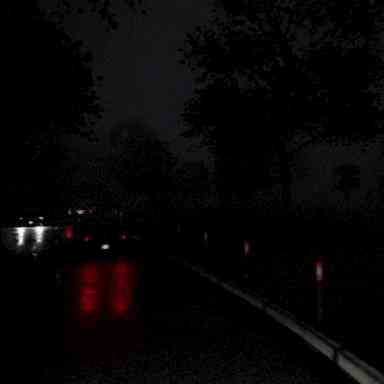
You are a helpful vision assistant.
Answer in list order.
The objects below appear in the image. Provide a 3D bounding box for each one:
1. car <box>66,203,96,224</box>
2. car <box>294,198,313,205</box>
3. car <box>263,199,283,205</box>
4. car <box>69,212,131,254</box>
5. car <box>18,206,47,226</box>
[{"bbox_3d":[-9.321,1.680,28.188,2.097,1.767,4.553,0,-1,-14],"label":"car"},{"bbox_3d":[30.174,2.560,89.367,4.553,1.767,2.185,-1,-2,15],"label":"car"},{"bbox_3d":[19.756,2.510,79.434,4.674,1.442,1.812,1,-1,-38],"label":"car"},{"bbox_3d":[-4.013,1.739,14.216,1.895,1.301,4.718,0,-1,-22],"label":"car"},{"bbox_3d":[-12.663,1.870,26.642,2.033,1.411,5.357,0,-1,-22],"label":"car"}]
